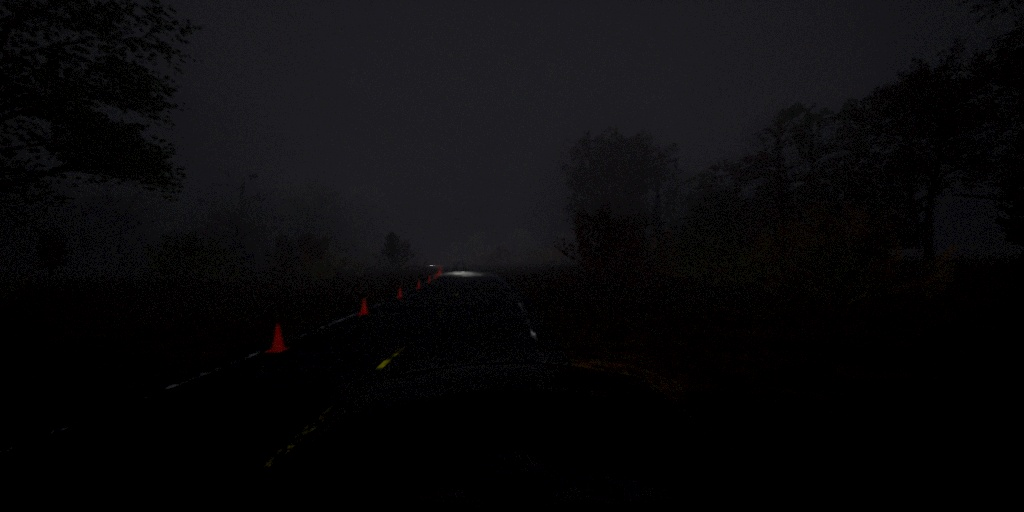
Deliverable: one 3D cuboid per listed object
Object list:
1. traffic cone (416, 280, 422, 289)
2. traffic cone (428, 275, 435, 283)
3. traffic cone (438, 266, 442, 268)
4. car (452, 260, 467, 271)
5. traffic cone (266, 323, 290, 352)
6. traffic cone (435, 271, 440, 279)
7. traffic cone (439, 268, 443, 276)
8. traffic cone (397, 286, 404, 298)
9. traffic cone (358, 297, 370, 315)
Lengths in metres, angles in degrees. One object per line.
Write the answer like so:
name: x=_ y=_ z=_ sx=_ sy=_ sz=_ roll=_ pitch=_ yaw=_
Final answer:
traffic cone: x=-5.884 y=1.781 z=22.667 sx=0.340 sy=0.580 sz=0.340 roll=0 pitch=0 yaw=-5
traffic cone: x=-6.342 y=1.787 z=27.590 sx=0.340 sy=0.580 sz=0.340 roll=0 pitch=0 yaw=-6
traffic cone: x=-8.326 y=1.813 z=42.287 sx=0.340 sy=0.580 sz=0.340 roll=0 pitch=0 yaw=-9
car: x=-7.314 y=1.341 z=49.821 sx=2.128 sy=1.511 sz=4.902 roll=-1 pitch=0 yaw=-11
traffic cone: x=-5.121 y=1.770 z=7.855 sx=0.340 sy=0.580 sz=0.340 roll=0 pitch=0 yaw=-1
traffic cone: x=-6.903 y=1.795 z=32.503 sx=0.340 sy=0.580 sz=0.340 roll=0 pitch=0 yaw=-7
traffic cone: x=-7.563 y=1.803 z=37.402 sx=0.340 sy=0.580 sz=0.340 roll=0 pitch=0 yaw=-8
traffic cone: x=-5.528 y=1.776 z=17.735 sx=0.340 sy=0.580 sz=0.340 roll=0 pitch=0 yaw=-4
traffic cone: x=-5.273 y=1.773 z=12.797 sx=0.340 sy=0.580 sz=0.340 roll=0 pitch=0 yaw=-2
